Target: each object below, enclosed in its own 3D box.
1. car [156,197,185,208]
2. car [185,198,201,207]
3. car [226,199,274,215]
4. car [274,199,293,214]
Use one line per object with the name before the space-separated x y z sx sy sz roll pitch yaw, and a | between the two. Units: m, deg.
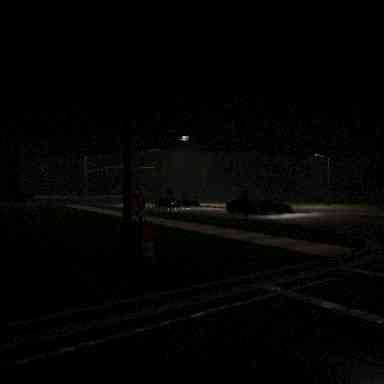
car | -3.428 1.504 47.394 1.837 1.490 4.892 0 0 -35
car | -0.721 1.594 49.635 1.895 1.301 4.718 0 0 -35
car | 5.642 1.472 34.250 1.882 1.535 5.008 0 0 -35
car | 8.661 1.519 36.062 1.812 1.442 4.674 0 0 -35
